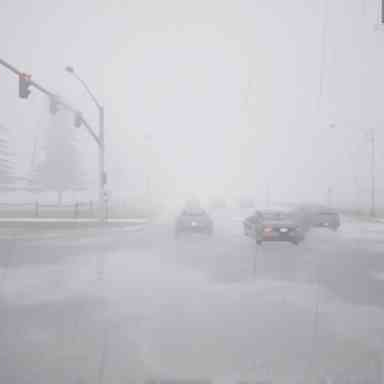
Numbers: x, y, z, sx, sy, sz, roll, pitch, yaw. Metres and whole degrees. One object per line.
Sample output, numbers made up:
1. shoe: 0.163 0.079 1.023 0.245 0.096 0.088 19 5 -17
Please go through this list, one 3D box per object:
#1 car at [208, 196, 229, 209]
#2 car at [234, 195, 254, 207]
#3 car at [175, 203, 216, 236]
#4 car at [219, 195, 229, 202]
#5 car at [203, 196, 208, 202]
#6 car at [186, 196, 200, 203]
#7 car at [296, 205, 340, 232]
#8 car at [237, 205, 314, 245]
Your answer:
1. car: 3.604 1.564 45.009 1.994 1.385 4.181 0 0 0
2. car: 7.105 1.491 44.531 2.128 1.511 4.902 0 0 0
3. car: 0.101 1.564 18.606 1.994 1.385 4.181 0 0 0
4. car: 7.006 1.524 74.039 1.812 1.442 4.674 0 0 0
5. car: 3.506 1.595 74.069 1.895 1.301 4.718 0 0 0
6. car: 0.105 1.601 43.114 1.895 1.301 4.718 0 0 0
7. car: 7.102 1.491 19.962 2.128 1.511 4.902 0 0 0
8. car: 3.601 1.547 15.558 2.033 1.411 5.357 0 0 0
